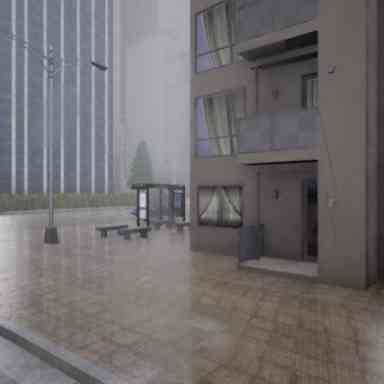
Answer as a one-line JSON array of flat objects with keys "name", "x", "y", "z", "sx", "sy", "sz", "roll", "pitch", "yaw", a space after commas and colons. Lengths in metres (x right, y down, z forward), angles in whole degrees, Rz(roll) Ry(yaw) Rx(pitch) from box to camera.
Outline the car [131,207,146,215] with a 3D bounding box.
[{"name": "car", "x": -3.094, "y": 1.585, "z": 30.483, "sx": 2.033, "sy": 1.411, "sz": 5.357, "roll": 0, "pitch": 0, "yaw": 38}]
